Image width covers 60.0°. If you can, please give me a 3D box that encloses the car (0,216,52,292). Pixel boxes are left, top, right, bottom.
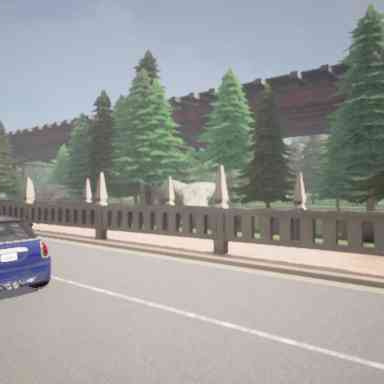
[{"bbox_3d":[-5.361,1.312,7.852,4.553,1.767,2.097,0,0,36],"label":"car"}]
